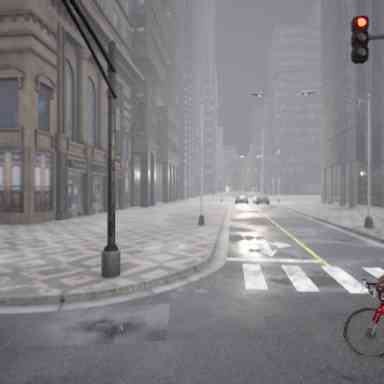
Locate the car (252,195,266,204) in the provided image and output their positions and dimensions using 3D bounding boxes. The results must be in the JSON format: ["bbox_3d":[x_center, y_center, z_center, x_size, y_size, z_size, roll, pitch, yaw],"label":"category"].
[{"bbox_3d":[11.236,1.225,55.986,1.895,1.301,4.718,0,0,7],"label":"car"}]

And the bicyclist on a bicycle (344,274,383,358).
[{"bbox_3d":[2.873,1.431,4.413,1.656,1.620,0.582,0,0,7],"label":"bicyclist on a bicycle"}]

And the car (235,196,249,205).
[{"bbox_3d":[7.542,1.223,50.534,1.994,1.385,4.181,0,0,7],"label":"car"}]

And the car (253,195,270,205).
[{"bbox_3d":[10.426,1.196,49.156,1.812,1.442,4.674,0,0,8],"label":"car"}]
